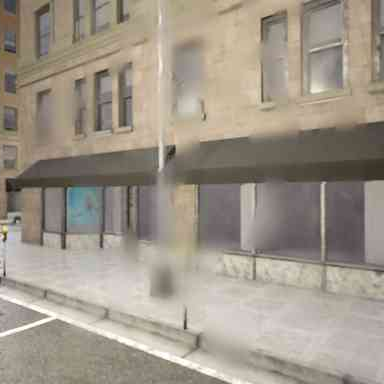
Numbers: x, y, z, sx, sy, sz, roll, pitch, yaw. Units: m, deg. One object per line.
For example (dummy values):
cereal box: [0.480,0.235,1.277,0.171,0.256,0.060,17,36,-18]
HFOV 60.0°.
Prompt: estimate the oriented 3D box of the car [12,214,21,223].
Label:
car: [-10.921,1.779,25.927,2.033,1.411,5.357,0,-1,36]
